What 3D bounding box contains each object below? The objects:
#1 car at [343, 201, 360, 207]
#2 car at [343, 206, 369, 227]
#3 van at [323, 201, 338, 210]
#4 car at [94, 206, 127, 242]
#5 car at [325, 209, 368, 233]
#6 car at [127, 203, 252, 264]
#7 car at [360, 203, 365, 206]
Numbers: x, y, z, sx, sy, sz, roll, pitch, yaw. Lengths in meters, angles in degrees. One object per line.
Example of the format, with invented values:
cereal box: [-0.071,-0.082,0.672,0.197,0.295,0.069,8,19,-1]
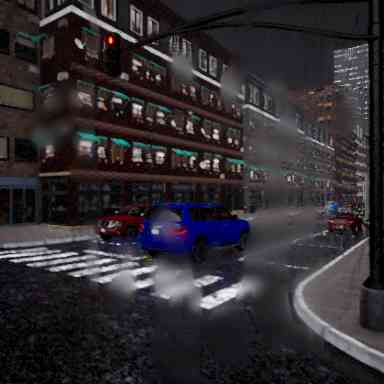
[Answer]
car: [32.956,2.739,69.398,2.192,1.841,5.009,-1,-2,35]
car: [13.782,2.115,27.392,2.008,1.369,4.403,-1,-2,35]
van: [23.188,2.446,55.422,1.690,1.788,3.998,-1,-2,35]
car: [-2.865,1.582,18.155,2.192,1.841,5.009,-1,-2,35]
car: [10.525,2.042,22.732,1.802,1.307,4.206,-1,-2,35]
car: [0.351,1.441,13.102,2.150,2.045,5.566,0,-1,36]
car: [42.727,3.311,83.366,1.947,1.339,4.313,-1,-2,35]
